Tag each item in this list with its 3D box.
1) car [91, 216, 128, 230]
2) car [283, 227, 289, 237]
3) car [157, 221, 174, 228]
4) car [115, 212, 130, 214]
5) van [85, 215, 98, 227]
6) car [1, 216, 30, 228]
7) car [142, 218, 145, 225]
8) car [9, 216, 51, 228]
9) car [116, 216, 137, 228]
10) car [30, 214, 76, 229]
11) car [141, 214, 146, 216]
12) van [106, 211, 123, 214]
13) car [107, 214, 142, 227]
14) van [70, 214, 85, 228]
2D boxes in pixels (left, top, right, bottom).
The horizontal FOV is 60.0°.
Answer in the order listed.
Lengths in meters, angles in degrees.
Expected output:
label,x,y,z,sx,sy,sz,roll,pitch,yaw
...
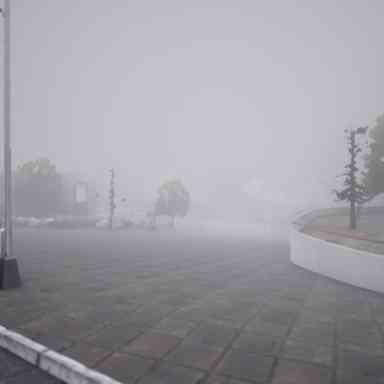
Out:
label,x,y,z,sx,sy,sz,roll,pitch,yaw
car,-11.311,4.507,46.125,1.812,1.442,4.674,-1,-6,24
car,20.207,8.258,68.465,2.185,1.767,4.553,1,1,5
car,-5.462,6.686,68.381,1.837,1.490,4.892,-1,-6,24
car,-18.592,7.123,88.862,2.185,1.767,4.553,1,1,10
van,-17.948,4.663,53.103,4.442,1.987,1.878,1,-6,4
car,-23.030,3.796,42.099,4.674,1.452,2.002,1,-5,4
car,-11.865,6.335,66.785,4.674,1.452,2.002,1,-5,4
car,-21.802,4.079,44.853,4.674,1.452,2.002,1,-6,4
car,-11.698,5.221,54.627,2.128,1.511,4.902,-1,-6,24
car,-17.416,3.942,41.856,1.812,1.442,4.674,-1,-6,24
car,-13.461,7.410,85.779,2.163,1.488,4.792,1,1,9
van,-21.179,6.957,90.518,1.878,1.987,4.442,1,1,10
car,-13.122,5.763,64.069,5.566,2.045,2.435,1,-5,4
van,-19.191,4.380,50.356,4.442,1.987,1.878,1,-6,5
